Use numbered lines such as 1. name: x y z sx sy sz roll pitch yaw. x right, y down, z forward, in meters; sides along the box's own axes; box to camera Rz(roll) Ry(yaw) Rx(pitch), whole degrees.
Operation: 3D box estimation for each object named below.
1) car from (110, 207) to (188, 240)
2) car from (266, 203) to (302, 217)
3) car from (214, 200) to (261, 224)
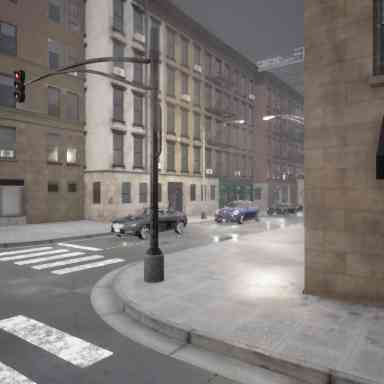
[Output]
1. car: -2.161 1.568 17.842 2.128 1.511 4.902 0 0 35
2. car: 9.254 1.780 33.863 1.895 1.301 4.718 0 0 35
3. car: 3.629 1.480 25.991 2.097 1.767 4.553 0 0 36
